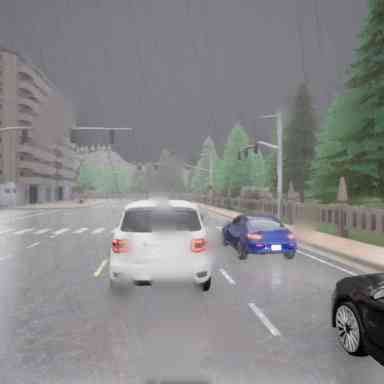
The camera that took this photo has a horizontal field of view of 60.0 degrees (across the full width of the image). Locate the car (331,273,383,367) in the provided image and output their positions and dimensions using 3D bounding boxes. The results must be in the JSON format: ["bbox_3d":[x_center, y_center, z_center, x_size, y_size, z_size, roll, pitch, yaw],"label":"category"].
[{"bbox_3d":[3.117,1.492,3.177,2.128,1.511,4.902,0,0,-3],"label":"car"}]

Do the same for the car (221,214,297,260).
[{"bbox_3d":[2.333,1.526,12.404,1.812,1.442,4.674,0,0,-6],"label":"car"}]

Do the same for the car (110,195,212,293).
[{"bbox_3d":[-0.809,1.221,9.042,2.150,2.045,5.566,0,0,-5],"label":"car"}]
